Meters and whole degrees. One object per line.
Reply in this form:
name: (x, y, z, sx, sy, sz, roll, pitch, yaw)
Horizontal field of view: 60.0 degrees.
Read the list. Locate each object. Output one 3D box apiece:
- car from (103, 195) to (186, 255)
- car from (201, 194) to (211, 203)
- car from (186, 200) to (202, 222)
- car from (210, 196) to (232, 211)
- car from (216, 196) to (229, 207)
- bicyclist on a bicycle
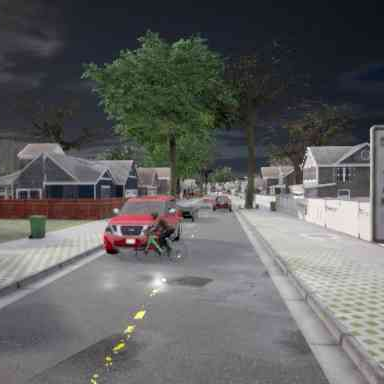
car: (-1.744, 1.197, 13.554, 2.150, 2.045, 5.566, 0, 1, 5)
car: (2.882, 1.226, 63.421, 2.097, 1.767, 4.553, 0, 0, 6)
car: (-0.557, 1.559, 26.353, 1.895, 1.301, 4.718, 0, 0, 5)
car: (3.549, 1.278, 38.933, 2.097, 1.767, 4.553, 0, 0, 5)
car: (4.533, 1.405, 49.652, 1.837, 1.490, 4.892, 0, 0, 5)
bicyclist on a bicycle: (-0.987, 1.438, 10.476, 1.656, 1.620, 0.582, -2, 0, 5)
